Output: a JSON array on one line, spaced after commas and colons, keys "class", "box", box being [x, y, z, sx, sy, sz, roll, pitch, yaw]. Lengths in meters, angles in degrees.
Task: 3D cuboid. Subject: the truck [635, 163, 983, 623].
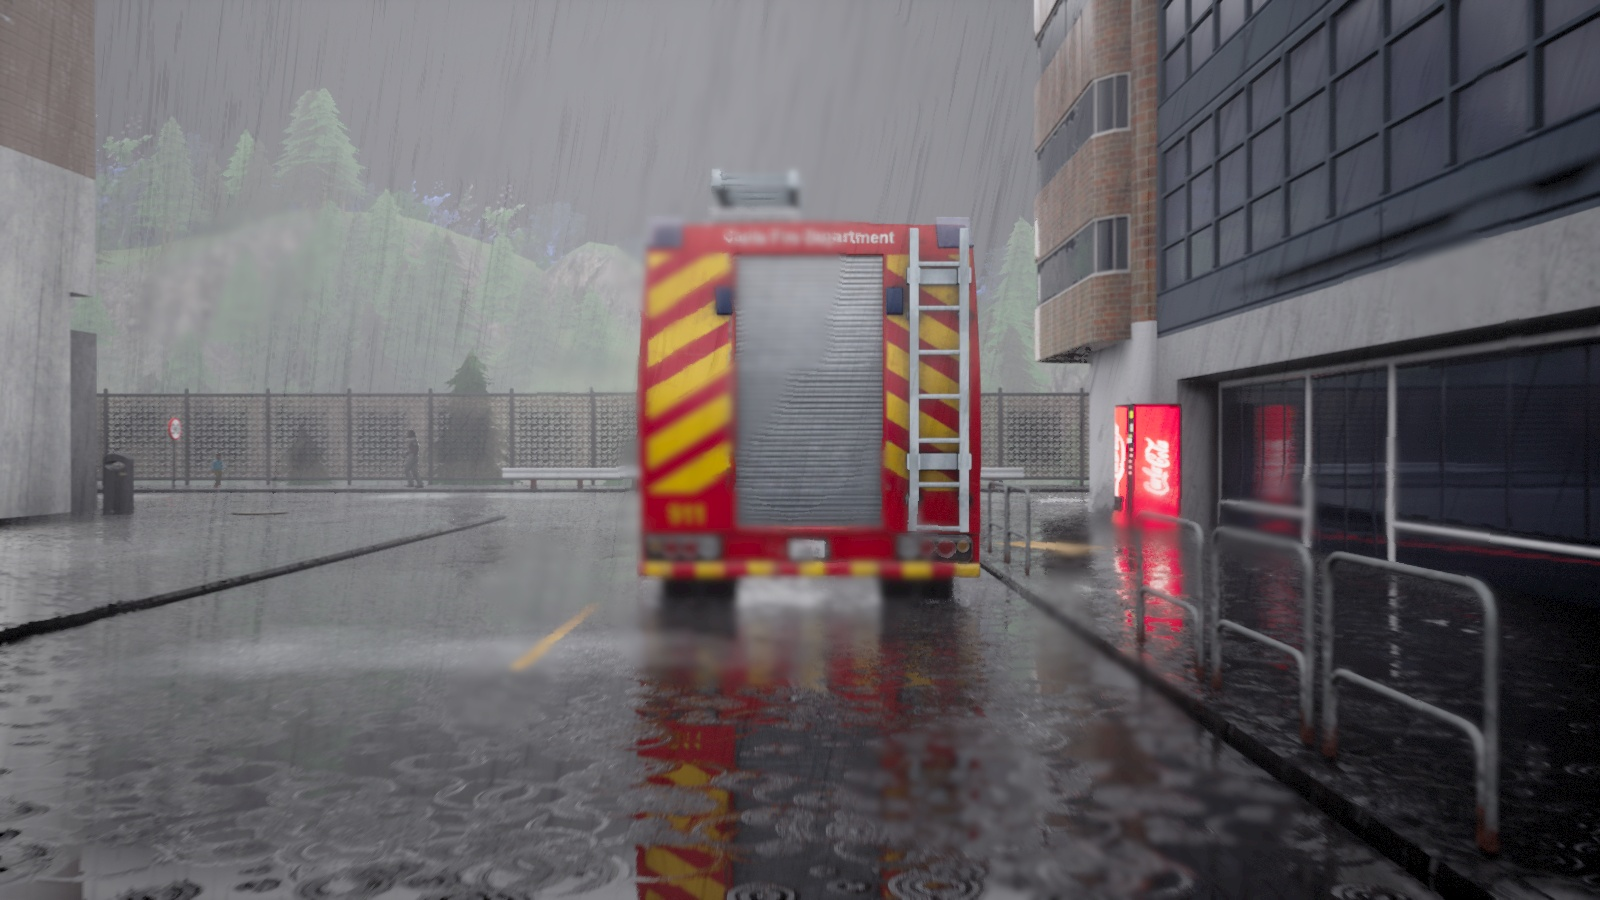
[{"class": "truck", "box": [0.095, -0.493, 14.682, 2.891, 3.827, 8.468, 0, 0, 0]}]

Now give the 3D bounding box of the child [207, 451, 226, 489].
[{"class": "child", "box": [-18.540, 0.618, 39.907, 0.448, 1.192, 0.343, 0, 0, 33]}]

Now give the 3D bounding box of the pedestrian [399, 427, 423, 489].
[{"class": "pedestrian", "box": [-12.145, 0.247, 39.192, 0.666, 1.930, 0.402, 0, 0, -11]}]
